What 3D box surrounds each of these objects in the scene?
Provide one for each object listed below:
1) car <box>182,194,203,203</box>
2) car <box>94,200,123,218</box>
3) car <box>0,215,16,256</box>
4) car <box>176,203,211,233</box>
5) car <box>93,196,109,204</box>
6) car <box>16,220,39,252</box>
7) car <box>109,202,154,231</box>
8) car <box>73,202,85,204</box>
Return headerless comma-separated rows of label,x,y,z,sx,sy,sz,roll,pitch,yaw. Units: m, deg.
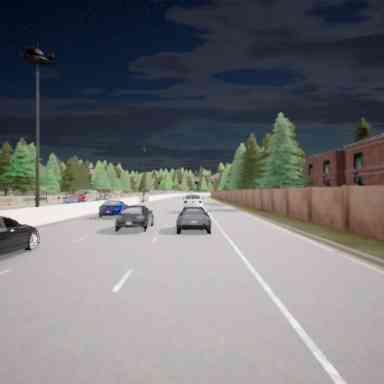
car,0.095,1.208,38.041,2.150,2.045,5.566,0,0,0
car,-6.904,1.467,29.833,1.882,1.535,5.008,0,0,0
car,-3.400,1.221,1.548,2.150,2.045,5.566,0,0,0
car,0.098,1.557,19.720,1.994,1.385,4.181,0,0,0
car,-17.506,1.558,64.417,1.994,1.385,4.181,0,0,0
car,-6.901,1.501,11.115,1.837,1.490,4.892,0,0,0
car,-3.414,1.518,20.221,1.812,1.442,4.674,0,0,0
car,-14.082,1.463,39.124,1.882,1.535,5.008,0,0,0
